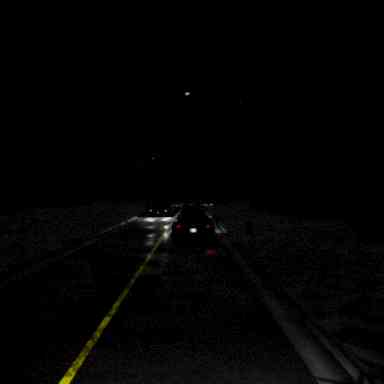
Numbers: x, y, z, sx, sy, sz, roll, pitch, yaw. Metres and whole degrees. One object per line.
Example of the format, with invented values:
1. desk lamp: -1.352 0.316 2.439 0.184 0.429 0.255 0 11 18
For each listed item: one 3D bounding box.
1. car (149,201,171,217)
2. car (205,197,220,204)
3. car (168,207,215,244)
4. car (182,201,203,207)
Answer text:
1. car: -3.160 1.703 33.511 1.837 1.490 4.892 0 0 0
2. car: 4.619 1.947 73.961 2.128 1.511 4.902 0 0 29
3. car: 0.056 1.650 16.437 1.994 1.385 4.181 0 0 0
4. car: 0.016 1.672 32.888 1.882 1.535 5.008 0 0 0
